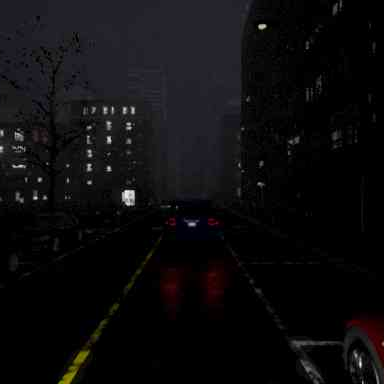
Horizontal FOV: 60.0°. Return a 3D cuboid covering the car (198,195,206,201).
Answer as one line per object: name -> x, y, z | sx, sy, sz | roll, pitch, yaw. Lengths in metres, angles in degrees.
car -> 2.684, 1.606, 89.900 | 1.947, 1.339, 4.313 | 0, 0, 0

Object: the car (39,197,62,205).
car -> -30.272, 1.846, 71.317 | 4.097, 1.590, 1.967 | -1, 1, 0

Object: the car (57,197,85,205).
car -> -22.403, 1.904, 62.737 | 4.403, 1.369, 2.008 | -1, 1, 0

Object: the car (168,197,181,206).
car -> -3.000, 1.612, 56.643 | 1.994, 1.385, 4.181 | 0, 0, 0

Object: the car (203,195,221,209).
car -> 2.682, 1.321, 46.454 | 2.192, 1.841, 5.009 | 0, 0, 0

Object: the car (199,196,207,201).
car -> 2.684, 1.616, 84.377 | 1.802, 1.307, 4.206 | 0, 0, 0

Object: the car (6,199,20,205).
car -> -39.173, 2.118, 71.205 | 4.206, 1.307, 1.802 | -1, 1, 0

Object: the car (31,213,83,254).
car -> -5.696, 1.547, 13.289 | 2.008, 1.369, 4.403 | 0, 0, 0

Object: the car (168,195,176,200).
car -> -5.697, 1.612, 95.436 | 1.947, 1.339, 4.313 | 0, 0, 0

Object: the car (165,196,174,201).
car -> -5.697, 1.600, 84.388 | 1.947, 1.339, 4.313 | 0, 0, 0

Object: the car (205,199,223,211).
car -> 2.684, 1.547, 40.926 | 1.887, 1.381, 4.507 | 0, 0, 0

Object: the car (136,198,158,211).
car -> -5.698, 1.443, 40.927 | 1.967, 1.590, 4.097 | 0, 0, 0

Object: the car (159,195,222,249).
car -> 0.000, 1.255, 14.681 | 2.150, 2.045, 5.566 | 0, 0, 0

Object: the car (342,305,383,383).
car -> 2.684, 1.437, 2.234 | 1.967, 1.590, 4.097 | 0, 0, 0

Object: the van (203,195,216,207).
van -> 2.683, 1.350, 51.982 | 1.690, 1.788, 3.998 | 0, 0, 0

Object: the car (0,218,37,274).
car -> -5.696, 1.541, 7.762 | 1.887, 1.381, 4.507 | 0, 0, 0

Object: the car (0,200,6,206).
car -> -38.401, 2.131, 62.667 | 4.507, 1.381, 1.887 | -1, 1, 0

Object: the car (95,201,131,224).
car -> -5.697, 1.437, 24.345 | 1.967, 1.590, 4.097 | 0, 0, 0

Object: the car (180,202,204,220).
car -> 0.000, 1.615, 29.682 | 1.895, 1.301, 4.718 | 0, 0, 0

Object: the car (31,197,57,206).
car -> -27.972, 1.985, 62.697 | 4.403, 1.369, 2.008 | -1, 1, 0
